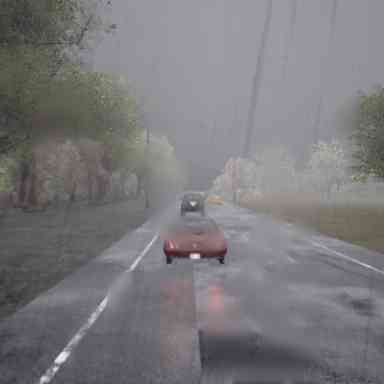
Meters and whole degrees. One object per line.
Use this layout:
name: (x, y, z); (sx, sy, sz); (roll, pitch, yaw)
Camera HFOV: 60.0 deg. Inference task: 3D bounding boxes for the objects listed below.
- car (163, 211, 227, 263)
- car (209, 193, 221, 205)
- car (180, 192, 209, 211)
car: (0.097, 1.563, 11.814); (1.895, 1.301, 4.718); (0, 0, 0)
car: (3.594, 1.309, 53.925); (1.882, 1.535, 5.008); (0, 0, 0)
car: (0.094, 1.125, 30.457); (2.150, 2.045, 5.566); (0, 0, 0)
